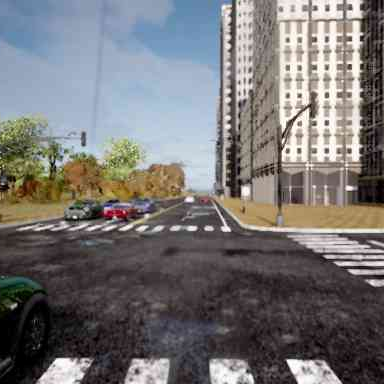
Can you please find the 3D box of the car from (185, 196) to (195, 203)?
[{"bbox_3d":[-0.428,1.578,68.671,1.812,1.442,4.674,0,0,3],"label":"car"}]

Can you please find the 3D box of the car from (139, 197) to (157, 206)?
[{"bbox_3d":[-7.482,1.575,57.284,2.033,1.411,5.357,0,0,3],"label":"car"}]

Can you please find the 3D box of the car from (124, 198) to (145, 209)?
[{"bbox_3d":[-8.044,1.579,46.686,1.994,1.385,4.181,0,0,3],"label":"car"}]

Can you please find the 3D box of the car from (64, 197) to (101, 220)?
[{"bbox_3d":[-8.936,1.350,27.899,2.097,1.767,4.553,0,0,3],"label":"car"}]

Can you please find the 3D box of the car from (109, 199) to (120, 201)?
[{"bbox_3d":[-8.520,1.531,36.742,1.812,1.442,4.674,0,0,3],"label":"car"}]

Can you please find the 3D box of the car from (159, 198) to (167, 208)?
[{"bbox_3d":[-4.726,1.585,47.957,1.994,1.385,4.181,0,0,3],"label":"car"}]

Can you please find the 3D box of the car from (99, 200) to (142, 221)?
[{"bbox_3d":[-5.717,1.604,27.189,1.895,1.301,4.718,0,0,3],"label":"car"}]

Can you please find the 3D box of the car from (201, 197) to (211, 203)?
[{"bbox_3d":[2.816,1.616,68.453,1.994,1.385,4.181,0,0,3],"label":"car"}]

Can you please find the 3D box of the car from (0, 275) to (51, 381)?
[{"bbox_3d":[-3.076,1.348,2.945,2.097,1.767,4.553,0,0,0],"label":"car"}]

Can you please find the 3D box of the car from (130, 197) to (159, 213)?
[{"bbox_3d":[-5.291,1.362,36.199,2.097,1.767,4.553,0,0,3],"label":"car"}]
